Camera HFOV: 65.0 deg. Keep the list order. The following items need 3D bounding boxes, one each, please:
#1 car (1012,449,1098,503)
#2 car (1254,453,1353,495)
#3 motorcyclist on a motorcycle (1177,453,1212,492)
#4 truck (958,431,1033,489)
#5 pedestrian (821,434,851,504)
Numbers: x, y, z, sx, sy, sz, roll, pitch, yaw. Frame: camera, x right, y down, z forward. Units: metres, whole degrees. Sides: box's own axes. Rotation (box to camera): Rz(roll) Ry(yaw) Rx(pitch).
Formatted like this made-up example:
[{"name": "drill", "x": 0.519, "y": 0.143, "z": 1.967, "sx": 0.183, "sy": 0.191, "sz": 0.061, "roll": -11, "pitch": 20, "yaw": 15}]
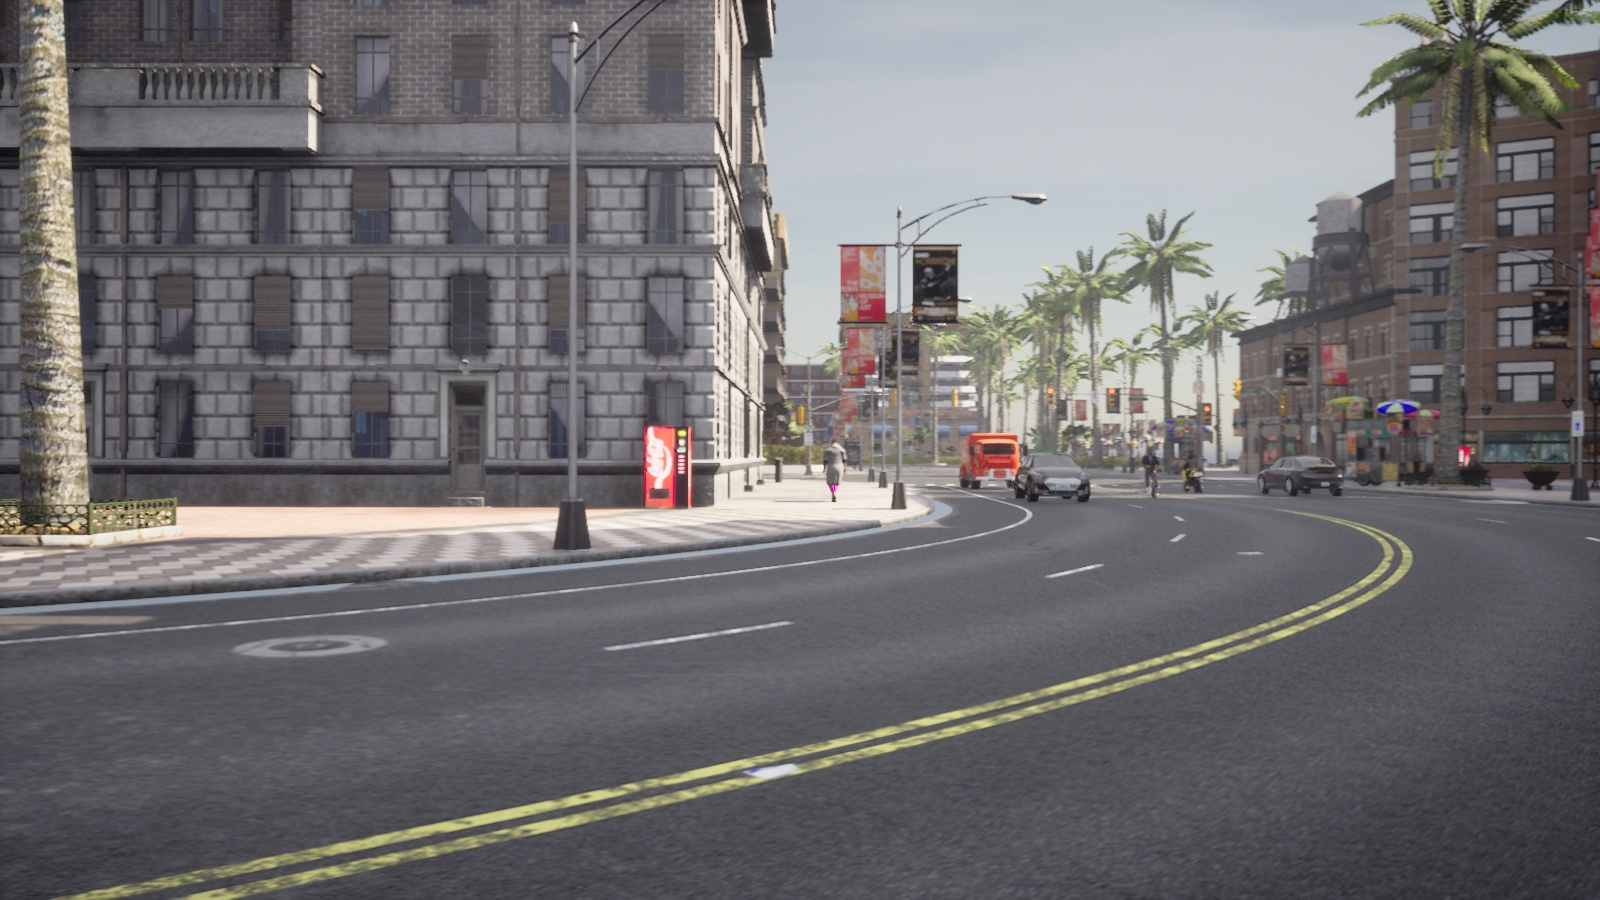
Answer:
[{"name": "car", "x": 8.314, "y": 0.812, "z": 41.344, "sx": 2.033, "sy": 1.649, "sz": 4.856, "roll": 0, "pitch": 0, "yaw": 2}, {"name": "car", "x": 18.973, "y": 0.880, "z": 47.571, "sx": 1.837, "sy": 1.490, "sz": 4.892, "roll": 0, "pitch": 0, "yaw": 1}, {"name": "motorcyclist on a motorcycle", "x": 15.555, "y": 0.873, "z": 49.581, "sx": 0.797, "sy": 1.523, "sz": 2.044, "roll": 0, "pitch": 0, "yaw": 1}, {"name": "truck", "x": 8.644, "y": 0.467, "z": 55.956, "sx": 2.627, "sy": 2.467, "sz": 5.204, "roll": 0, "pitch": -1, "yaw": 1}, {"name": "pedestrian", "x": 1.014, "y": 0.533, "z": 35.602, "sx": 0.659, "sy": 1.952, "sz": 0.873, "roll": 0, "pitch": 0, "yaw": -11}]
